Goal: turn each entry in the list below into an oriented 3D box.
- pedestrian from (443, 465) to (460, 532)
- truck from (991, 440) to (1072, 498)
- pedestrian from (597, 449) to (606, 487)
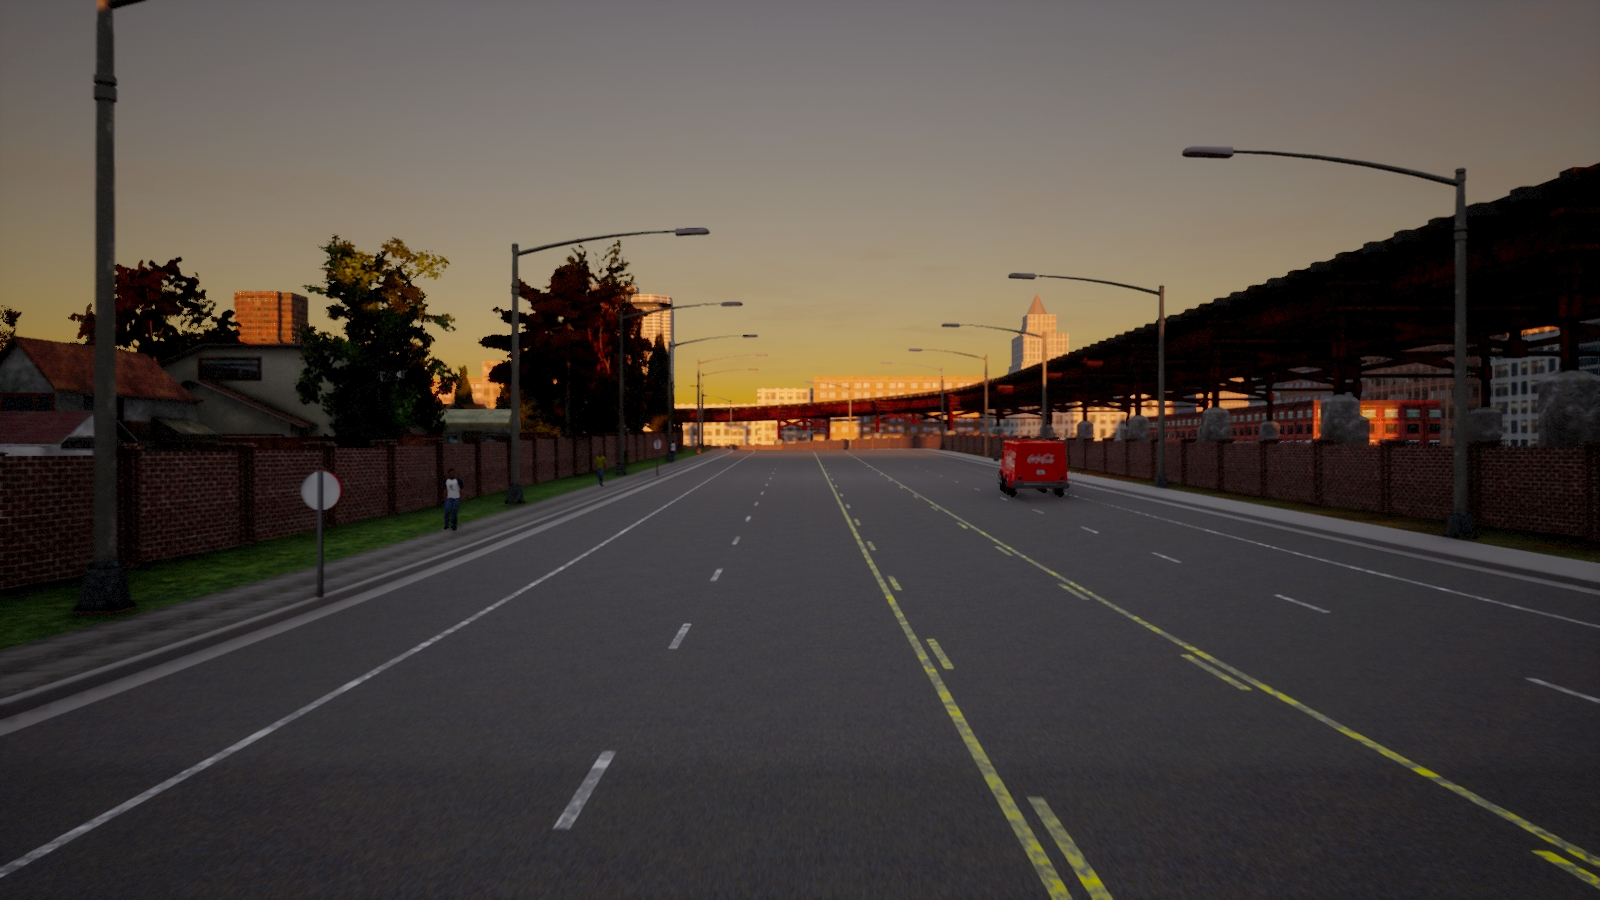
[{"bbox_3d":[-9.863,1.371,32.364,0.375,1.860,0.375,0,0,-2],"label":"pedestrian"},{"bbox_3d":[10.499,0.802,52.319,2.627,2.467,5.204,0,1,0],"label":"truck"},{"bbox_3d":[-9.631,0.858,55.391,0.375,1.860,0.375,0,0,-1],"label":"pedestrian"}]
